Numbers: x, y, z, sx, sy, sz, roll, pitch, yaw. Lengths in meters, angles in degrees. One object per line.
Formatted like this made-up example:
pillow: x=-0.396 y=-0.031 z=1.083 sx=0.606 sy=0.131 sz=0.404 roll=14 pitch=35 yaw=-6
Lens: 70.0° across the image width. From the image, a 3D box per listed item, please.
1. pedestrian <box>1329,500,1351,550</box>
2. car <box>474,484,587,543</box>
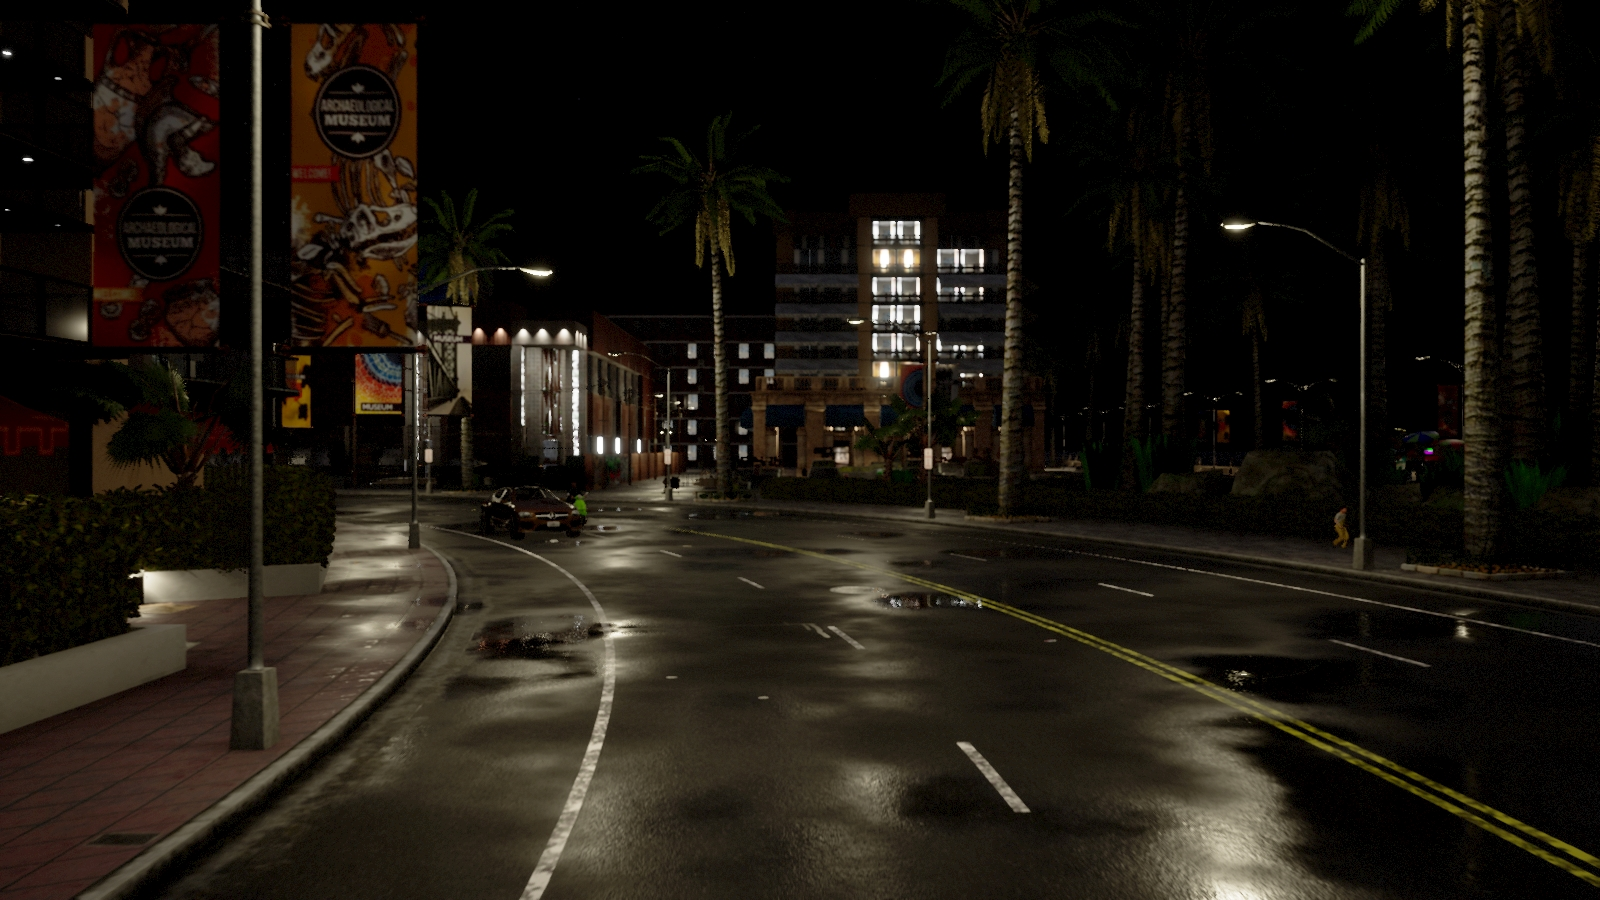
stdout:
pedestrian: x=14.375 y=1.989 z=30.408 sx=0.375 sy=1.300 sz=0.375 roll=0 pitch=0 yaw=-26
car: x=-8.947 y=2.007 z=37.594 sx=2.152 sy=1.651 sz=5.027 roll=0 pitch=0 yaw=-31
